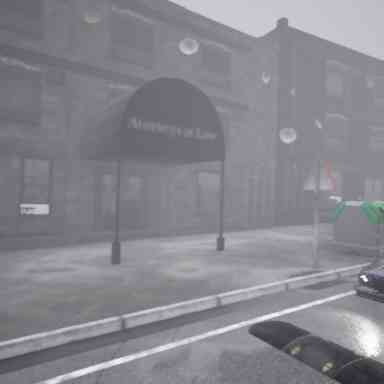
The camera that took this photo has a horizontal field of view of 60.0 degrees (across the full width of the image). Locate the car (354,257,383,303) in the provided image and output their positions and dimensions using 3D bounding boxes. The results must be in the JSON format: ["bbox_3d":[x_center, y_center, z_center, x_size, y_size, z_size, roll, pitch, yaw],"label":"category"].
[{"bbox_3d":[5.828,1.573,7.180,5.357,1.411,2.033,0,0,-32],"label":"car"}]
